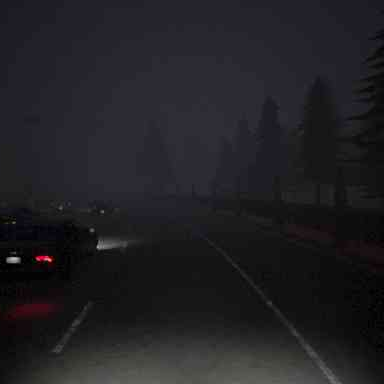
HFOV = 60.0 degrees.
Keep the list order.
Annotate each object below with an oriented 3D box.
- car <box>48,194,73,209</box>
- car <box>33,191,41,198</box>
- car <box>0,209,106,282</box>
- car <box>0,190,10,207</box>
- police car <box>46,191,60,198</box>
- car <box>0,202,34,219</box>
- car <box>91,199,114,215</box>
[{"bbox_3d":[-12.476,1.217,31.967,1.812,1.442,4.674,0,1,-18],"label":"car"},{"bbox_3d":[-41.167,0.645,86.069,5.366,1.575,1.801,0,1,38],"label":"car"},{"bbox_3d":[-4.018,1.455,9.499,2.033,1.411,5.357,0,1,-6],"label":"car"},{"bbox_3d":[-24.515,0.836,42.256,2.150,2.045,5.566,0,0,-26],"label":"car"},{"bbox_3d":[-32.847,0.672,78.805,5.238,1.638,1.930,0,1,44],"label":"police car"},{"bbox_3d":[-8.402,1.379,15.661,1.812,1.442,4.674,0,1,-9],"label":"car"},{"bbox_3d":[-7.967,1.309,29.392,1.895,1.301,4.718,0,1,-17],"label":"car"}]
